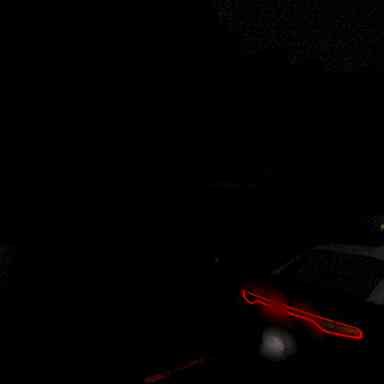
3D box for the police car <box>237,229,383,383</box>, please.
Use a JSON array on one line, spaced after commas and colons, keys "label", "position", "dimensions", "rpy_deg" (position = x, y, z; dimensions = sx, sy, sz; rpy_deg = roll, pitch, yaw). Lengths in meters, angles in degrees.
[{"label": "police car", "position": [3.006, 1.427, 5.086], "dimensions": [5.238, 1.638, 1.930], "rpy_deg": [0, 0, -35]}]
